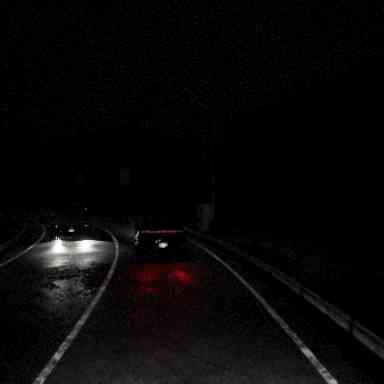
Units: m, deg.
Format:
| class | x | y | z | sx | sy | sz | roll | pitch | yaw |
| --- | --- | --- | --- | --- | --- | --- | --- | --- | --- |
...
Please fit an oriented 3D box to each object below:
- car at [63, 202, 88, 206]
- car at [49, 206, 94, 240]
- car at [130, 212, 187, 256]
| class | x | y | z | sx | sy | sz | roll | pitch | yaw |
| --- | --- | --- | --- | --- | --- | --- | --- | --- | --- |
| car | -12.127 | 1.731 | 34.383 | 2.033 | 1.411 | 5.357 | 1 | -1 | -43 |
| car | -6.413 | 1.657 | 17.686 | 1.994 | 1.385 | 4.181 | 1 | 0 | -20 |
| car | -1.438 | 1.580 | 13.577 | 2.128 | 1.511 | 4.902 | 0 | 0 | -11 |
